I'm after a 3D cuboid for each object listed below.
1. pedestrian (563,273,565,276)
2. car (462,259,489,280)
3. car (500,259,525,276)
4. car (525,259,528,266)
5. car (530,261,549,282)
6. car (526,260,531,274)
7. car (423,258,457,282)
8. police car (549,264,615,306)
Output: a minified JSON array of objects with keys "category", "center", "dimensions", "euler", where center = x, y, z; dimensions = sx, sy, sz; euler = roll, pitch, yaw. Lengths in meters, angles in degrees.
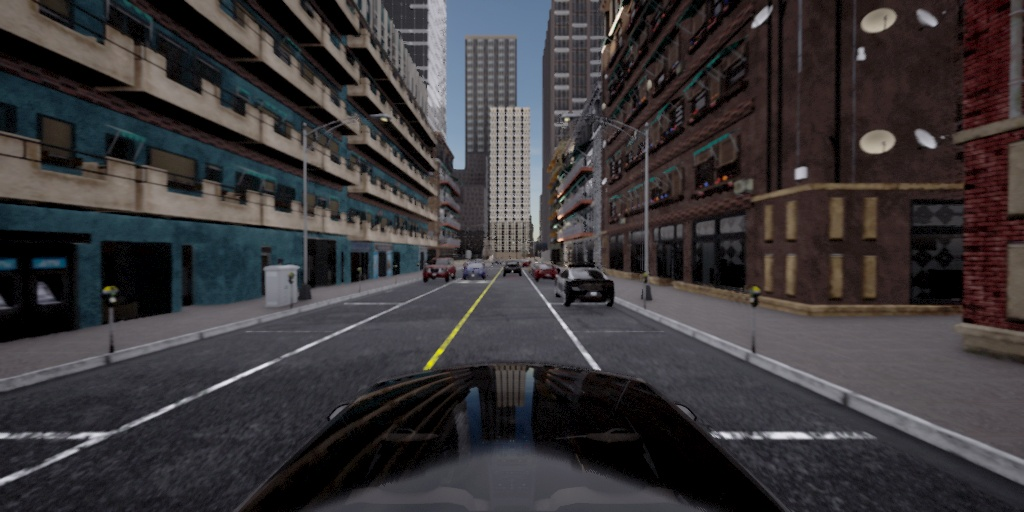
[{"category":"pedestrian","center":[2.788,1.415,18.723],"dimensions":[0.500,1.100,0.500],"euler":[-1,1,0]},{"category":"car","center":[-3.105,1.262,30.952],"dimensions":[1.812,1.442,4.674],"euler":[0,0,0]},{"category":"car","center":[0.052,1.238,36.333],"dimensions":[1.837,1.490,4.892],"euler":[0,0,0]},{"category":"car","center":[2.678,1.259,40.068],"dimensions":[1.751,1.417,4.829],"euler":[0,0,0]},{"category":"car","center":[2.681,1.282,28.851],"dimensions":[1.888,1.381,4.507],"euler":[0,0,0]},{"category":"car","center":[2.680,1.286,34.375],"dimensions":[2.007,1.370,4.403],"euler":[0,0,0]},{"category":"car","center":[-5.701,1.052,28.862],"dimensions":[2.192,1.841,5.009],"euler":[0,0,0]},{"category":"police car","center":[2.996,1.169,15.718],"dimensions":[1.930,1.638,5.238],"euler":[0,0,0]}]
